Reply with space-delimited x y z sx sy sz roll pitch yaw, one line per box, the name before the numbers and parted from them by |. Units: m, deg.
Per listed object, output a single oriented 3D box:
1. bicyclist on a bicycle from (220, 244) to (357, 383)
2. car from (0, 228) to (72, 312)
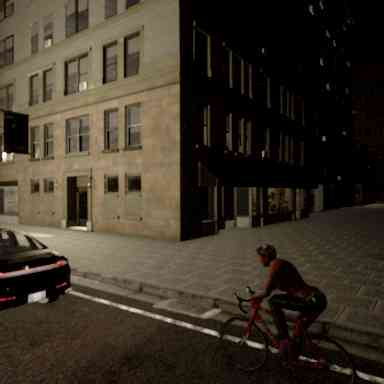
bicyclist on a bicycle | 1.034 1.456 3.921 1.656 1.620 0.582 -1 0 35
car | -4.518 1.508 6.893 4.902 1.511 2.128 0 0 36
